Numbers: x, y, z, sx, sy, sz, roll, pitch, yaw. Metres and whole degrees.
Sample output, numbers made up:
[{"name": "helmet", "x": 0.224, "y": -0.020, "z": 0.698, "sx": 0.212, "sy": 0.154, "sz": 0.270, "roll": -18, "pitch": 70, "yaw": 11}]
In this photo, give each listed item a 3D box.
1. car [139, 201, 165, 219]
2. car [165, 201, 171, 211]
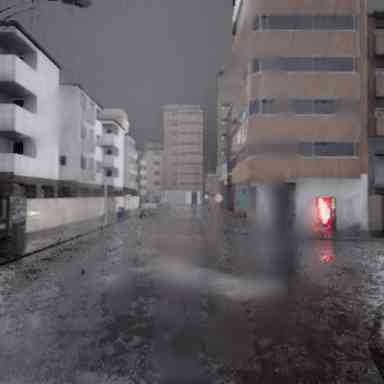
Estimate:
[{"name": "car", "x": -4.123, "y": 1.835, "z": 33.237, "sx": 1.837, "sy": 1.490, "sz": 4.892, "roll": 0, "pitch": 0, "yaw": 0}, {"name": "car", "x": -4.103, "y": 2.026, "z": 47.982, "sx": 2.033, "sy": 1.411, "sz": 5.357, "roll": 0, "pitch": -1, "yaw": 0}]
